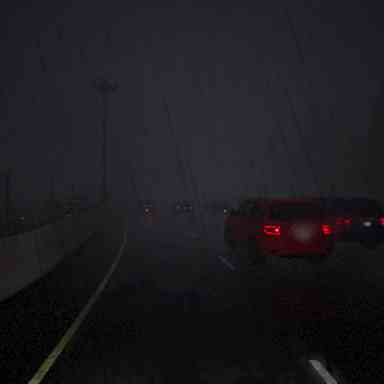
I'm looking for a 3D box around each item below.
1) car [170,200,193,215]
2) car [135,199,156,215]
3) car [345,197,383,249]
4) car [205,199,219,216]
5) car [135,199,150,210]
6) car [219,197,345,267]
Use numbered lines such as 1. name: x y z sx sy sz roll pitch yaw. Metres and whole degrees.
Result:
1. car: -1.131 1.546 33.940 2.033 1.411 5.357 0 0 -11
2. car: -4.764 1.504 34.307 1.837 1.490 4.892 0 0 -11
3. car: 5.856 1.222 14.481 2.150 2.045 5.566 0 0 -8
4. car: 2.596 1.503 33.026 1.837 1.490 4.892 0 0 -11
5. car: -6.678 1.599 44.542 1.895 1.301 4.718 0 0 -11
6. car: 2.699 1.221 11.689 2.150 2.045 5.566 0 0 -7
